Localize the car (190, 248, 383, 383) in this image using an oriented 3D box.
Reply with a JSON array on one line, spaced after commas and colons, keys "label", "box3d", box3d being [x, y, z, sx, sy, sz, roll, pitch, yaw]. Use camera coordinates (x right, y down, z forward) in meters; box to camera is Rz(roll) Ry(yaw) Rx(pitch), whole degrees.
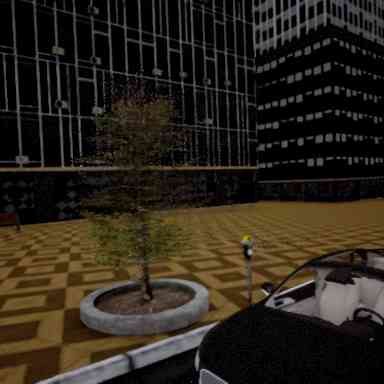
[{"label": "car", "box3d": [2.006, 1.438, 3.881, 4.403, 1.369, 2.008, -2, 0, -35]}]
